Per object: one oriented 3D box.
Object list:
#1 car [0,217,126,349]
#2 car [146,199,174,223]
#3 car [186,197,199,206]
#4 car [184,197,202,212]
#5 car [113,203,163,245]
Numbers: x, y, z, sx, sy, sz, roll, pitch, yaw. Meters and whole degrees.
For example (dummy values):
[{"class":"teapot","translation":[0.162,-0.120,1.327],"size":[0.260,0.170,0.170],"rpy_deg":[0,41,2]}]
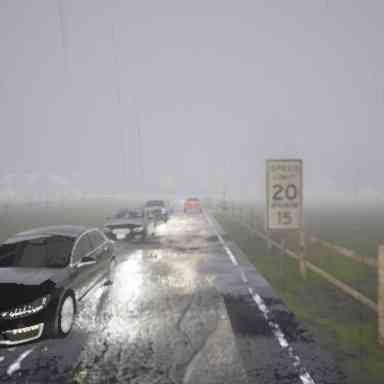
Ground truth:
[{"class":"car","translation":[-2.817,1.508,6.646],"size":[1.837,1.490,4.892],"rpy_deg":[0,0,0]},{"class":"car","translation":[-2.804,1.361,25.787],"size":[2.097,1.767,4.553],"rpy_deg":[0,0,0]},{"class":"car","translation":[0.118,1.557,54.572],"size":[2.033,1.411,5.357],"rpy_deg":[0,0,0]},{"class":"car","translation":[0.115,1.363,39.090],"size":[2.097,1.767,4.553],"rpy_deg":[0,0,0]},{"class":"car","translation":[-2.818,1.498,15.775],"size":[2.128,1.511,4.902],"rpy_deg":[0,0,0]}]
